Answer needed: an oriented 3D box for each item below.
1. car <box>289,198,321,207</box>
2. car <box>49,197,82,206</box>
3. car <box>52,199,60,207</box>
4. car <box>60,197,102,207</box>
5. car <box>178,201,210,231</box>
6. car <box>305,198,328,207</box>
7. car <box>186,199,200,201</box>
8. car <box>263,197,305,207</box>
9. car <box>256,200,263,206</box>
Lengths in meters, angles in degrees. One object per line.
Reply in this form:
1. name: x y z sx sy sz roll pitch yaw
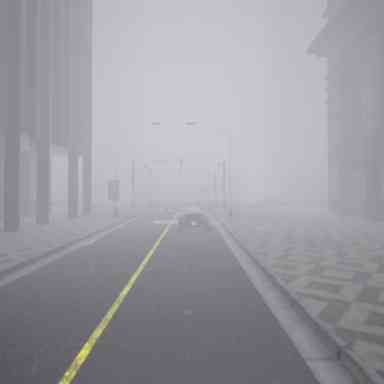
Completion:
1. car: 17.996 1.609 53.261 4.403 1.369 2.008 0 -1 0
2. car: -20.165 1.498 53.130 4.403 1.369 2.008 0 -1 0
3. car: -20.065 1.376 44.606 4.507 1.381 1.887 0 -1 0
4. car: -14.594 1.369 44.625 4.829 1.417 1.752 0 -1 0
5. car: 0.099 1.497 20.058 1.812 1.442 4.674 0 0 0
6. car: 17.996 1.508 44.737 4.313 1.339 1.947 0 -1 0
7. car: 0.096 1.432 32.593 1.882 1.535 5.008 0 0 0
8. car: 12.326 1.473 44.717 4.403 1.369 2.008 0 -1 0
9. car: 12.327 1.478 53.243 4.097 1.590 1.967 0 -1 0
